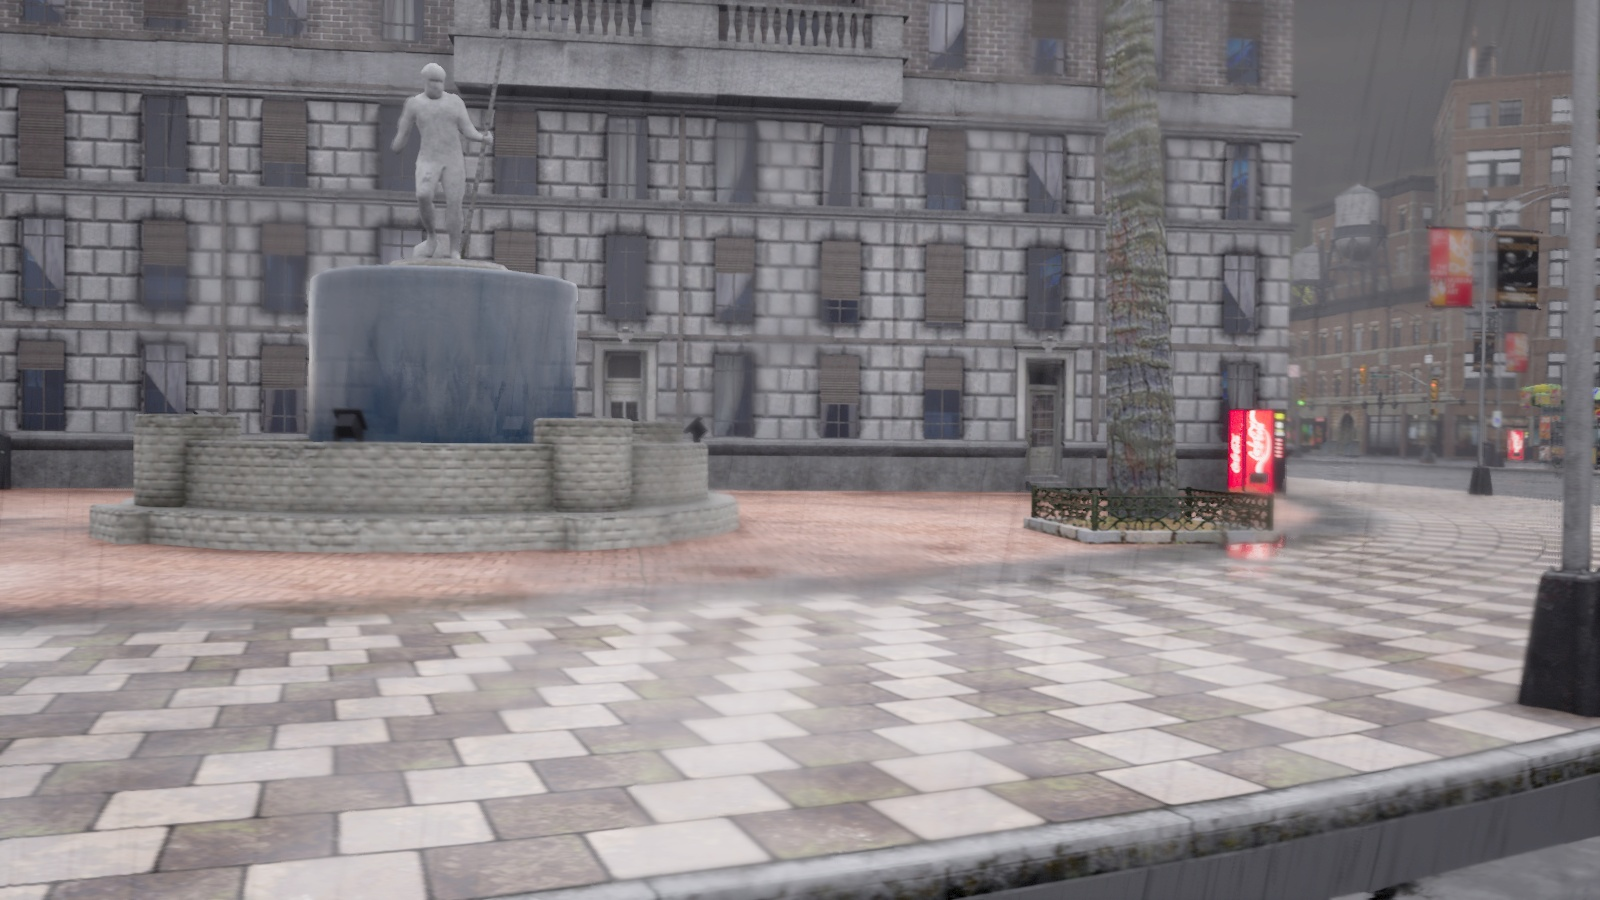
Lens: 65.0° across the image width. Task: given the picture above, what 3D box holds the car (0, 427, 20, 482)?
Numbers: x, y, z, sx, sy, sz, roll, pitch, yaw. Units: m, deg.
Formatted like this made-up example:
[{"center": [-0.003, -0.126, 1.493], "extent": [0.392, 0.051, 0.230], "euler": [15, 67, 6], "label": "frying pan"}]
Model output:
[{"center": [-30.815, 0.191, 45.597], "extent": [2.150, 2.045, 5.566], "euler": [-1, 1, -8], "label": "car"}]
